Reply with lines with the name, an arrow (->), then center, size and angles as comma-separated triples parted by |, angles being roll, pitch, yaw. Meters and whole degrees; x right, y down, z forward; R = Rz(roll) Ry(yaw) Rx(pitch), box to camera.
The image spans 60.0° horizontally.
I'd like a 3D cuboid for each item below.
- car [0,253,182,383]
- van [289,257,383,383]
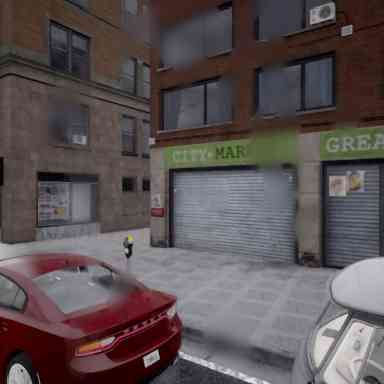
car -> -2.223, 1.544, 4.660 | 4.507, 1.381, 1.887 | 0, 0, 35
van -> 2.387, 1.341, 1.375 | 3.998, 1.788, 1.690 | 0, 0, 35
